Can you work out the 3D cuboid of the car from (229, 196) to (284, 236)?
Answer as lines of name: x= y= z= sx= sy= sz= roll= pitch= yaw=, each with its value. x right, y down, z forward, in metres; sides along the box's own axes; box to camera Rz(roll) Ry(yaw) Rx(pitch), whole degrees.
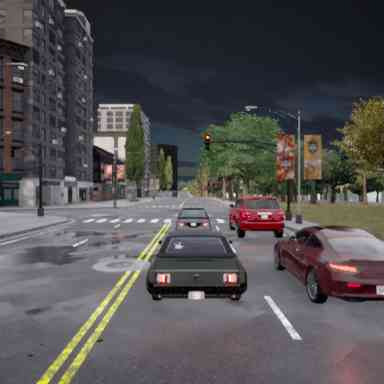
car: x=3.311 y=1.226 z=17.852 sx=2.150 sy=2.045 sz=5.566 roll=0 pitch=0 yaw=0

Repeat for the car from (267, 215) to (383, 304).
car: x=3.335 y=1.528 z=8.039 sx=1.812 sy=1.442 sz=4.674 roll=0 pitch=0 yaw=0

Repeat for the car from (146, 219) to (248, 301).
car: x=0.082 y=1.603 z=8.298 sx=1.895 sy=1.301 sz=4.718 roll=0 pitch=0 yaw=0

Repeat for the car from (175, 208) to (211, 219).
car: x=0.061 y=1.551 z=17.891 sx=2.033 sy=1.411 sz=5.357 roll=0 pitch=0 yaw=0
